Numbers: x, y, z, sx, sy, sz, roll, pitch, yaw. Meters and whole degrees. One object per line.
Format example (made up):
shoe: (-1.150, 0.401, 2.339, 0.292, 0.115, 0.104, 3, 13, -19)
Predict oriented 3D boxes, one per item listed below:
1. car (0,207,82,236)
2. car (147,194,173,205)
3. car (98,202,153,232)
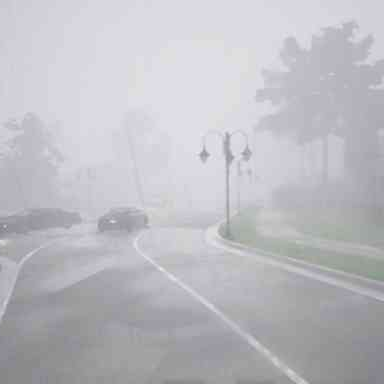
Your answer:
car: (-9.002, 1.614, 19.598, 2.033, 1.411, 5.357, -1, 0, 26)
car: (-3.676, 0.942, 38.537, 2.097, 1.767, 4.553, -1, 0, 13)
car: (-4.020, 1.559, 19.989, 1.994, 1.385, 4.181, -1, 0, 7)
